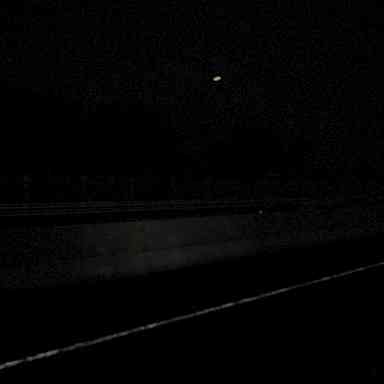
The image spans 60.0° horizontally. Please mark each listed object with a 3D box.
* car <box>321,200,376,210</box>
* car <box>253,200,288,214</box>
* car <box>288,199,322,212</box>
[{"bbox_3d":[12.788,1.406,25.994,5.357,1.411,2.033,0,0,-35],"label":"car"},{"bbox_3d":[7.952,1.464,31.143,4.718,1.301,1.895,0,0,-35],"label":"car"},{"bbox_3d":[10.777,1.384,28.857,4.674,1.442,1.812,0,0,-35],"label":"car"}]
